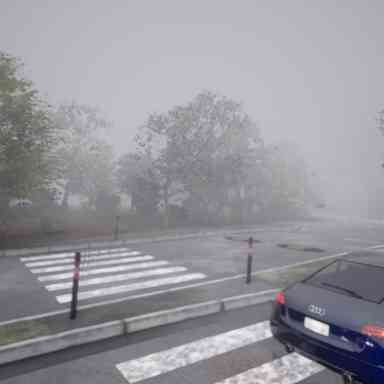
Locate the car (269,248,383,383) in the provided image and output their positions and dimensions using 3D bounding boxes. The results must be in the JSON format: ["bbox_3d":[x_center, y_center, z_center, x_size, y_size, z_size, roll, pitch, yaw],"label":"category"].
[{"bbox_3d":[3.196,1.587,5.049,4.181,1.385,1.994,0,-1,-32],"label":"car"}]
